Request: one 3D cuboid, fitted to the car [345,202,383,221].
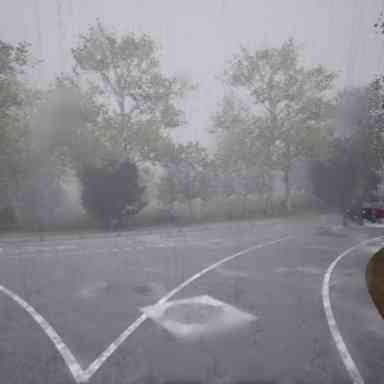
[{"bbox_3d":[14.288,1.464,26.121,4.718,1.301,1.895,-3,1,-26],"label":"car"}]
